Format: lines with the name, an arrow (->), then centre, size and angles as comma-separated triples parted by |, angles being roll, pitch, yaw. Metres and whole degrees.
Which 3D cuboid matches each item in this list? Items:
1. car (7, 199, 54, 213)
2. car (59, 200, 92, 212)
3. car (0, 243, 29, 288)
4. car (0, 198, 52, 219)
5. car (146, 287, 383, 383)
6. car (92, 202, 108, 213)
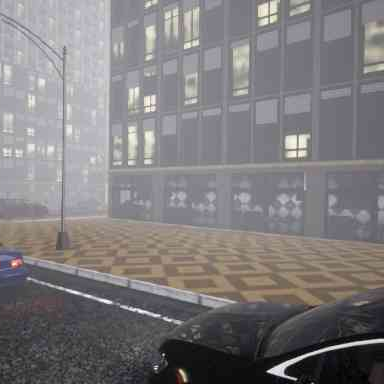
car -> -19.529, 1.642, 40.339 | 1.752, 1.417, 4.829 | 1, 0, 37
car -> -14.317, 1.752, 43.007 | 2.033, 1.411, 5.357 | 1, 0, 37
car -> -6.096, 1.543, 8.051 | 5.357, 1.411, 2.033 | 0, 0, 36
car -> -16.049, 1.519, 30.957 | 2.192, 1.841, 5.009 | 1, 0, 37
car -> 1.825, 1.505, 2.381 | 4.892, 1.490, 1.837 | 0, 0, 35
car -> -9.234, 1.829, 40.156 | 1.752, 1.417, 4.829 | 1, 0, 37
